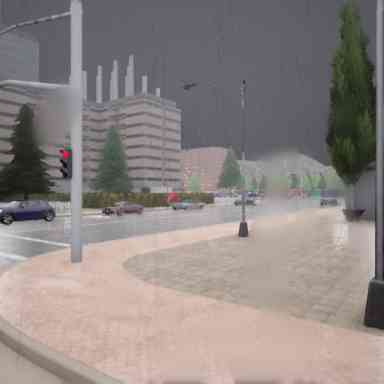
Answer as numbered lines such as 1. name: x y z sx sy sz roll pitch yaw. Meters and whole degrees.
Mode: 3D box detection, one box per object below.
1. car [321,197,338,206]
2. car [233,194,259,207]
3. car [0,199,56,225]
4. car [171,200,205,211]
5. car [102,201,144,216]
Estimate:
1. car: 22.243 1.526 54.001 1.812 1.442 4.674 0 0 36
2. car: 8.428 1.507 53.048 1.837 1.490 4.892 0 -1 36
3. car: -12.505 1.352 24.388 2.097 1.767 4.553 0 0 36
4. car: -0.433 1.601 40.989 1.895 1.301 4.718 0 0 36
5. car: -6.662 1.564 32.439 1.994 1.385 4.181 0 0 36
